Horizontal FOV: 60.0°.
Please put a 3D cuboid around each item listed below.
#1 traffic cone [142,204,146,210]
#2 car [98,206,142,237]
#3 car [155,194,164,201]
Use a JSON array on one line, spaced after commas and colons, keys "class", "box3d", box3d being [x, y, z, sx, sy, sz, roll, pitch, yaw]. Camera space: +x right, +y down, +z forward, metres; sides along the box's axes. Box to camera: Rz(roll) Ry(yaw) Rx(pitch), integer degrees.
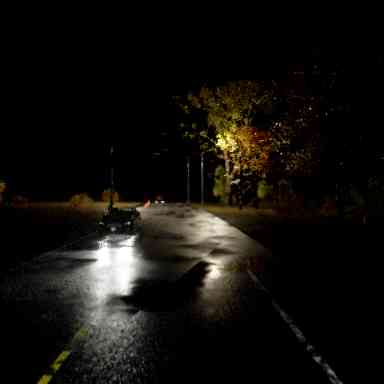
[{"class": "traffic cone", "box3d": [-6.779, 2.172, 46.440, 0.340, 0.580, 0.340, 0, 0, -4]}, {"class": "car", "box3d": [-3.979, 1.590, 18.951, 2.128, 1.511, 4.902, 0, 0, -2]}, {"class": "car", "box3d": [-8.972, 1.532, 91.633, 2.150, 2.045, 5.566, 0, 0, -9]}]
